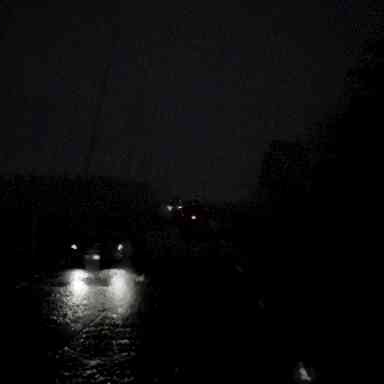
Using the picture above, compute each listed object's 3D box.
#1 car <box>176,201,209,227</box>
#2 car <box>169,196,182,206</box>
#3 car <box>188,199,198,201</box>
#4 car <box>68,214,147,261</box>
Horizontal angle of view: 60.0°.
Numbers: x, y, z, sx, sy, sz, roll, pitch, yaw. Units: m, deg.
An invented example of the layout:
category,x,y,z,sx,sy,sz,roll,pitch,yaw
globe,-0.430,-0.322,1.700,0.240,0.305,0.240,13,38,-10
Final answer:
category,x,y,z,sx,sy,sz,roll,pitch,yaw
car,0.105,1.584,23.028,1.994,1.385,4.181,0,0,0
car,-2.740,1.458,55.537,2.097,1.767,4.553,0,0,0
car,0.107,1.583,41.024,2.033,1.411,5.357,0,0,0
car,-2.848,1.558,12.535,2.033,1.411,5.357,0,0,0
